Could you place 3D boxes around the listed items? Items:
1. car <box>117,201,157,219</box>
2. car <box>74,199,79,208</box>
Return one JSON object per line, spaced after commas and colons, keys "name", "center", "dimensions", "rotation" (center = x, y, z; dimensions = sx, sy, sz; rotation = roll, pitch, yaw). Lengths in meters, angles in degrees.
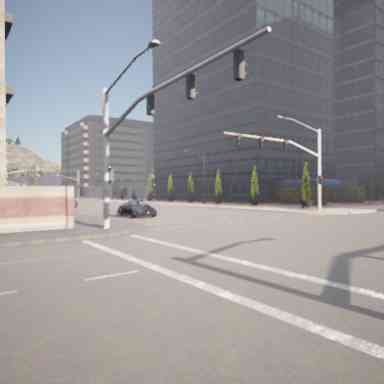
{"name": "car", "center": [-4.588, 1.432, 27.652], "dimensions": [1.994, 1.385, 4.181], "rotation": [-1, 1, -36]}
{"name": "car", "center": [-16.634, 1.350, 44.336], "dimensions": [1.882, 1.535, 5.008], "rotation": [-1, 1, -36]}
